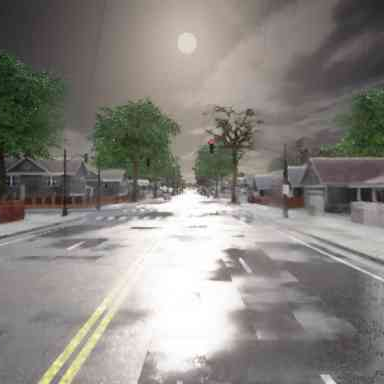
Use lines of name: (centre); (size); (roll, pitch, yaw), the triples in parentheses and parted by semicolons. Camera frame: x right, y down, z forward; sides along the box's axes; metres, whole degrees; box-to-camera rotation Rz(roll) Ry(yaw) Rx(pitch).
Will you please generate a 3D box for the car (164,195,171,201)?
car: (-6.460, 1.563, 87.961); (2.128, 1.511, 4.902); (0, 0, 0)
